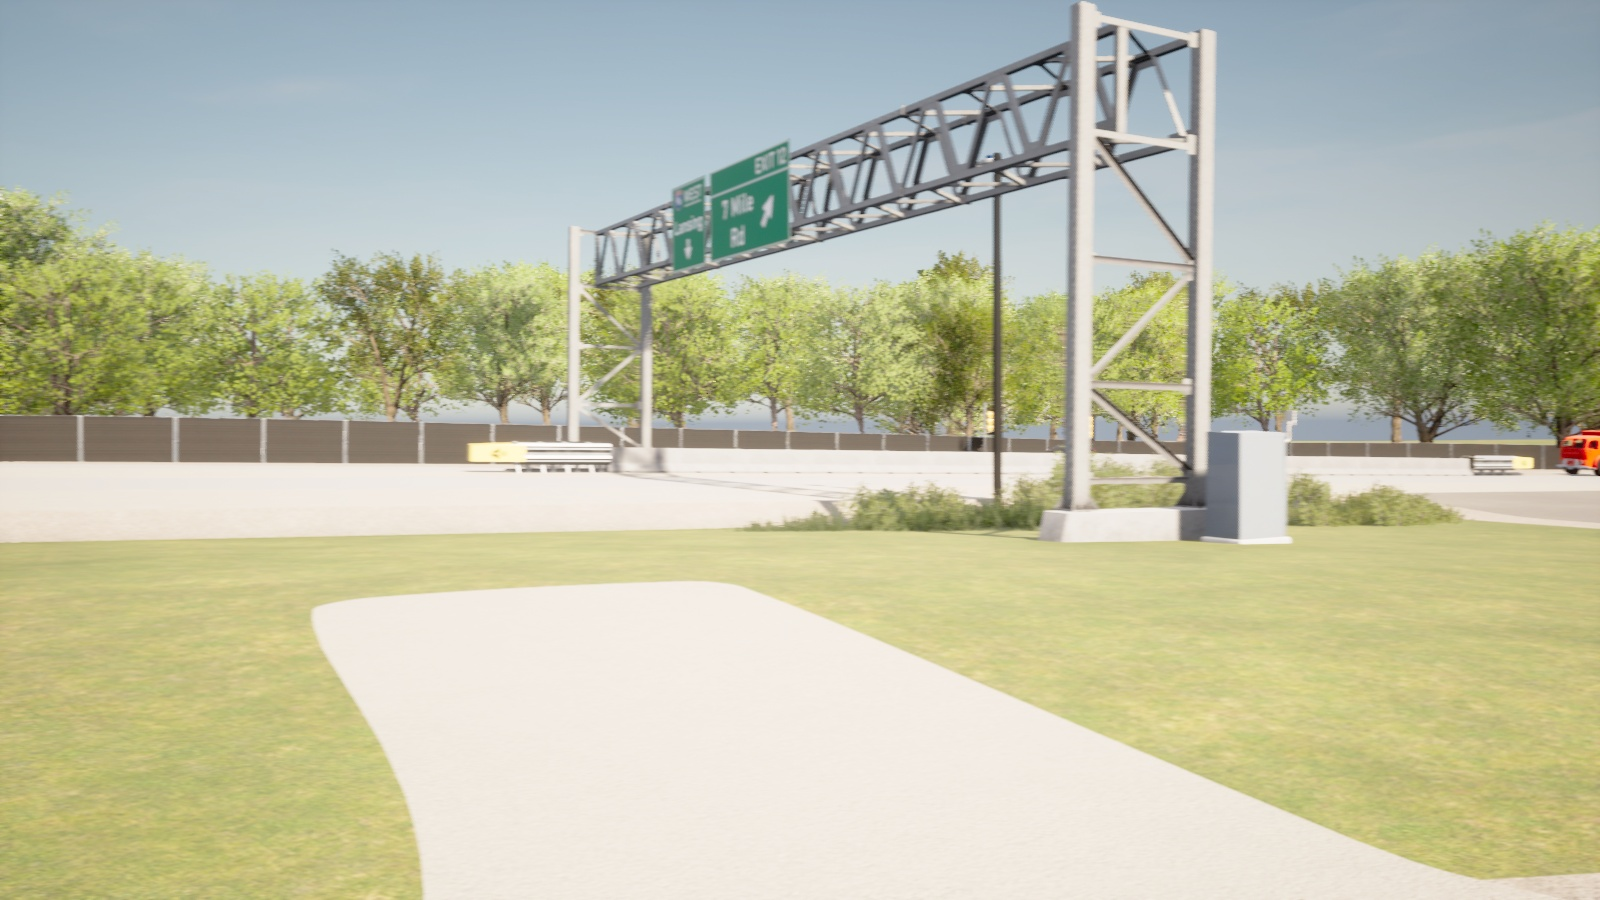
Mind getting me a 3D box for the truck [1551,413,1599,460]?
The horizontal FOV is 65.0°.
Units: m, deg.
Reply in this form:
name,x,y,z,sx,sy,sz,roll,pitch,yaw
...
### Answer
name,x,y,z,sx,sy,sz,roll,pitch,yaw
truck,44.488,-0.773,69.053,5.204,2.467,2.627,0,2,-17
